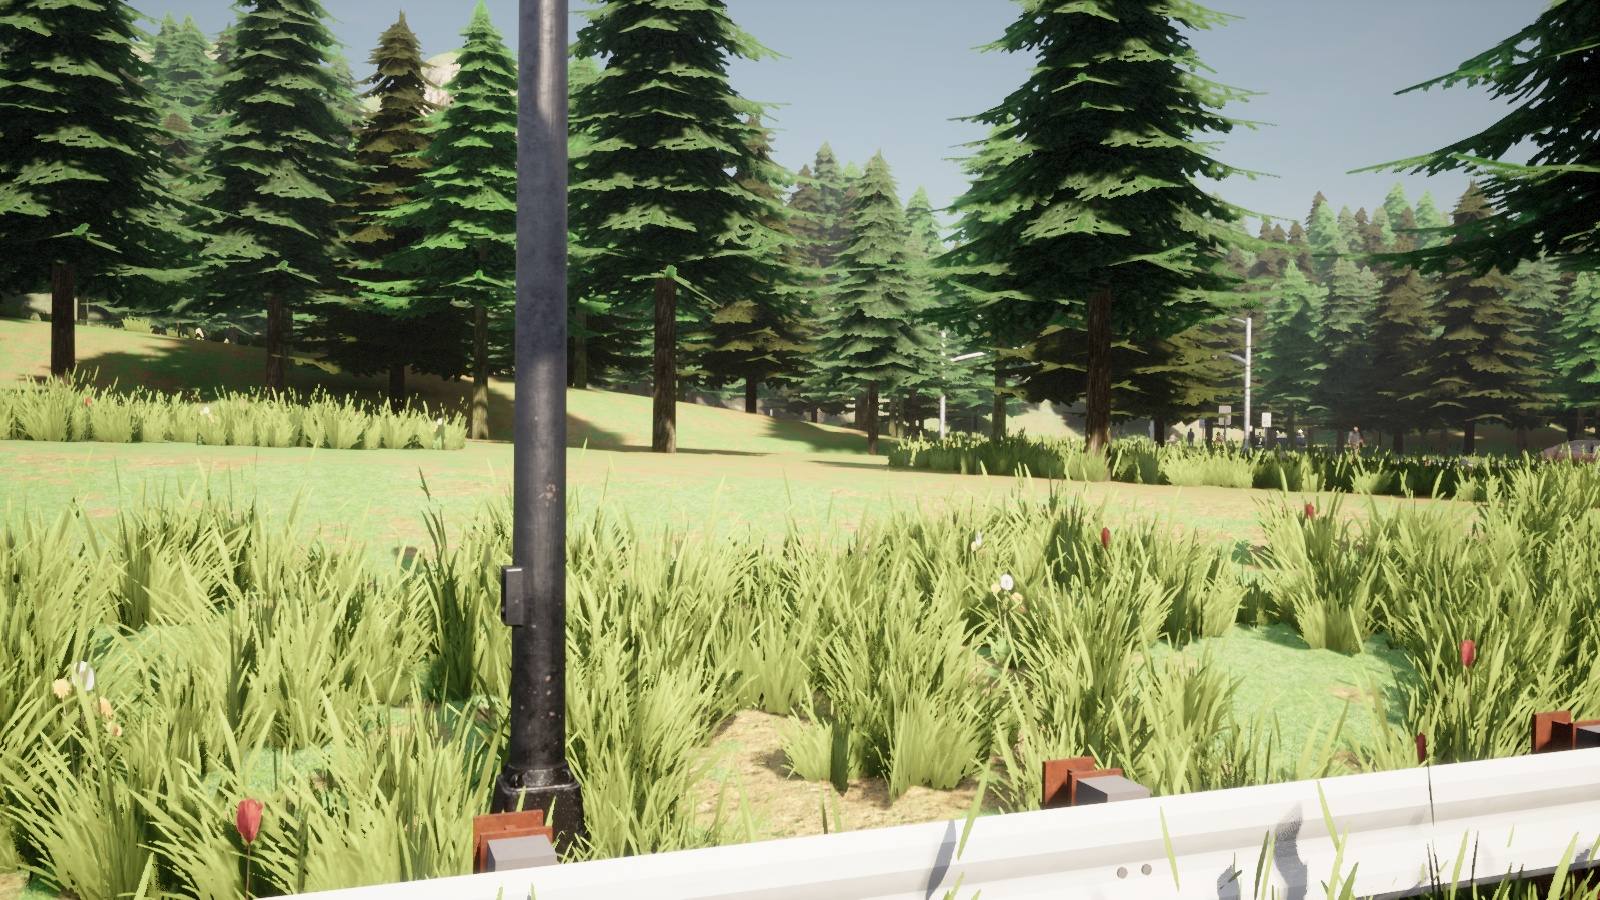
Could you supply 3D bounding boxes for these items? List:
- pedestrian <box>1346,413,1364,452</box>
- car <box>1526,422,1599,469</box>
[{"bbox_3d":[26.685,-0.835,60.437,0.540,1.848,0.694,-1,1,-2],"label":"pedestrian"},{"bbox_3d":[26.313,-0.168,40.426,2.163,1.488,4.792,-1,1,-21],"label":"car"}]
